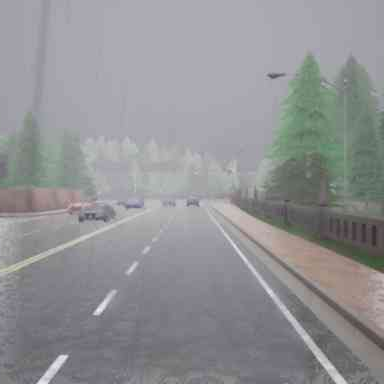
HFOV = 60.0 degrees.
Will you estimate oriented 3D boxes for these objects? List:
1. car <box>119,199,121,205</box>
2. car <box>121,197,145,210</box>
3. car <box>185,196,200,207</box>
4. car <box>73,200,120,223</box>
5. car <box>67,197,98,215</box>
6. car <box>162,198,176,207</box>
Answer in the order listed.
[{"bbox_3d":[-10.507,1.487,52.578,1.994,1.385,4.181,0,0,0],"label":"car"},{"bbox_3d":[-7.071,1.417,41.402,1.882,1.535,5.008,0,0,0],"label":"car"},{"bbox_3d":[0.115,1.432,49.116,1.837,1.490,4.892,0,0,0],"label":"car"},{"bbox_3d":[-7.089,1.527,25.192,1.994,1.385,4.181,0,0,0],"label":"car"},{"bbox_3d":[-10.775,1.303,33.524,2.097,1.767,4.553,0,0,3],"label":"car"},{"bbox_3d":[-3.385,1.527,49.841,1.895,1.301,4.718,0,0,0],"label":"car"}]
